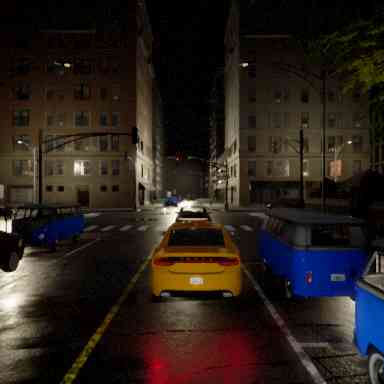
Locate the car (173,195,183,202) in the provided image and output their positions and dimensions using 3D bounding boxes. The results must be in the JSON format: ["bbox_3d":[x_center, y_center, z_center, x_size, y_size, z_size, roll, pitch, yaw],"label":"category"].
[{"bbox_3d":[-3.224,1.522,78.281,2.033,1.411,5.357,0,0,-1],"label":"car"}]

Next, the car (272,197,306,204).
[{"bbox_3d":[10.775,1.477,32.594,4.902,1.511,2.128,0,0,0],"label":"car"}]

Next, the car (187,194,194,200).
[{"bbox_3d":[-0.317,1.321,88.806,1.837,1.490,4.892,0,0,-1],"label":"car"}]

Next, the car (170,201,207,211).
[{"bbox_3d":[0.074,1.486,17.995,2.128,1.511,4.902,0,0,0],"label":"car"}]

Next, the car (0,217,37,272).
[{"bbox_3d":[-5.823,1.544,8.016,1.887,1.381,4.507,0,0,0],"label":"car"}]

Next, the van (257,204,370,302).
[{"bbox_3d":[2.704,1.340,7.989,1.690,1.788,3.998,0,0,0],"label":"van"}]

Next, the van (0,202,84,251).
[{"bbox_3d":[-5.798,1.338,13.676,1.690,1.788,3.998,0,0,0],"label":"van"}]

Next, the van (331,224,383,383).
[{"bbox_3d":[2.679,1.341,2.331,1.690,1.788,3.998,0,0,0],"label":"van"}]

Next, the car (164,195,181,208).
[{"bbox_3d":[-3.055,1.463,48.954,1.882,1.535,5.008,0,0,0],"label":"car"}]

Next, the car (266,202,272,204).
[{"bbox_3d":[10.056,1.350,35.868,4.553,1.767,2.097,0,0,0],"label":"car"}]

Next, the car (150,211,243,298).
[{"bbox_3d":[0.113,1.477,8.576,1.882,1.535,5.008,0,0,1],"label":"car"}]

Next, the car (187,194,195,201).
[{"bbox_3d":[-0.228,1.572,78.833,1.895,1.301,4.718,0,0,-1],"label":"car"}]
